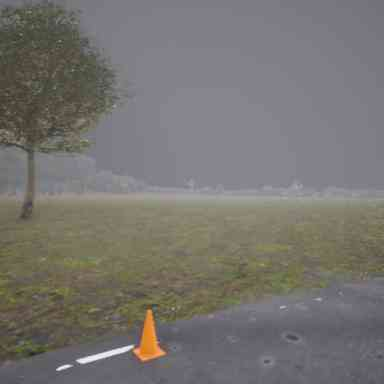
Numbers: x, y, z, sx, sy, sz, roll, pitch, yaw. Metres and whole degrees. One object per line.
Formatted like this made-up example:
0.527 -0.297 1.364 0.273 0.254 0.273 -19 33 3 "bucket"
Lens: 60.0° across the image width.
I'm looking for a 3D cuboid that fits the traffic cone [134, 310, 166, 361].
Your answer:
-0.583 1.919 4.571 0.340 0.580 0.340 0 0 -33 "traffic cone"
